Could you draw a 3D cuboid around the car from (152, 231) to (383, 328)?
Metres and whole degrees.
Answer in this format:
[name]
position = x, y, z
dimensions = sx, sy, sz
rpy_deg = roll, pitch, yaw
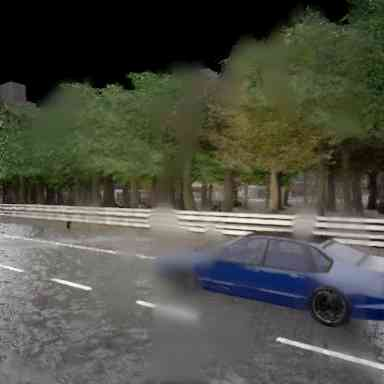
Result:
[car]
position = 1.685, 1.549, 6.986
dimensions = 5.357, 1.411, 2.033
rpy_deg = 0, 0, 35
